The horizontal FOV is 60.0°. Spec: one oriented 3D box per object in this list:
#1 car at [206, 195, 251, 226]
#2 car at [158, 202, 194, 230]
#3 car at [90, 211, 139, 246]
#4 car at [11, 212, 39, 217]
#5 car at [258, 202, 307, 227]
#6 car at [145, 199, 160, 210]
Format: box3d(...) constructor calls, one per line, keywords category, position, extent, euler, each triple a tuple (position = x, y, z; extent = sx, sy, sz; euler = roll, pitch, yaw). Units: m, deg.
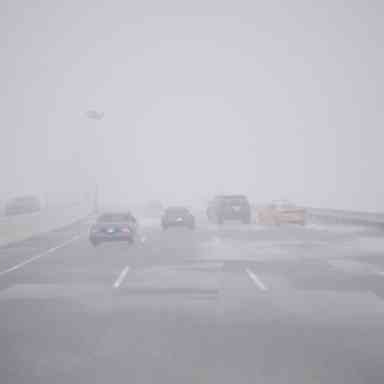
box3d(category="car", position=(2.508, 1.221, 23.898), extent=(2.150, 2.045, 5.566), euler=(0, 0, -8))
box3d(category="car", position=(-1.011, 1.606, 21.814), extent=(1.994, 1.385, 4.181), euler=(-1, 0, -7))
box3d(category="car", position=(-3.584, 1.614, 15.873), extent=(2.033, 1.411, 5.357), euler=(-1, 0, -7))
box3d(category="car", position=(-17.392, 1.489, 34.566), extent=(2.150, 2.045, 5.566), euler=(-1, 0, -11))
box3d(category="car", position=(6.011, 1.431, 22.641), extent=(1.882, 1.535, 5.008), euler=(0, 0, -7))
box3d(category="car", position=(-5.239, 1.690, 45.718), extent=(1.994, 1.385, 4.181), euler=(-1, 0, -14))
